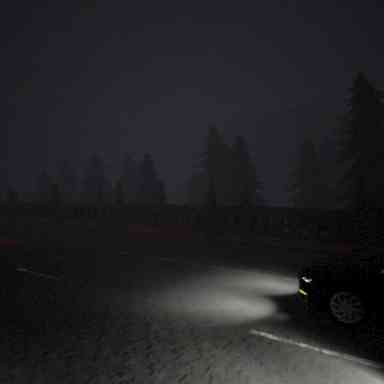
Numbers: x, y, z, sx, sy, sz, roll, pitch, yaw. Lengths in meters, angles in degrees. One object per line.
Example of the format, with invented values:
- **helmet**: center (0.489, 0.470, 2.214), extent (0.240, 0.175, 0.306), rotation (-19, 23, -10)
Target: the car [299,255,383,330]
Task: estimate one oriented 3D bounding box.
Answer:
- **car**: center (4.235, 1.507, 5.270), extent (4.892, 1.490, 1.837), rotation (0, 0, 35)
